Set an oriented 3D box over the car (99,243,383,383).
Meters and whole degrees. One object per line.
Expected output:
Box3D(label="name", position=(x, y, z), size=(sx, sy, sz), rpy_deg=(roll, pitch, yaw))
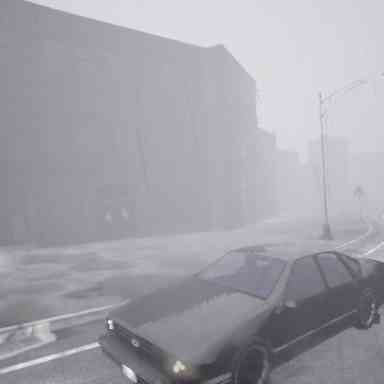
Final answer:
Box3D(label="car", position=(1.346, 1.591, 5.342), size=(5.357, 1.411, 2.033), rpy_deg=(0, -1, -40))
